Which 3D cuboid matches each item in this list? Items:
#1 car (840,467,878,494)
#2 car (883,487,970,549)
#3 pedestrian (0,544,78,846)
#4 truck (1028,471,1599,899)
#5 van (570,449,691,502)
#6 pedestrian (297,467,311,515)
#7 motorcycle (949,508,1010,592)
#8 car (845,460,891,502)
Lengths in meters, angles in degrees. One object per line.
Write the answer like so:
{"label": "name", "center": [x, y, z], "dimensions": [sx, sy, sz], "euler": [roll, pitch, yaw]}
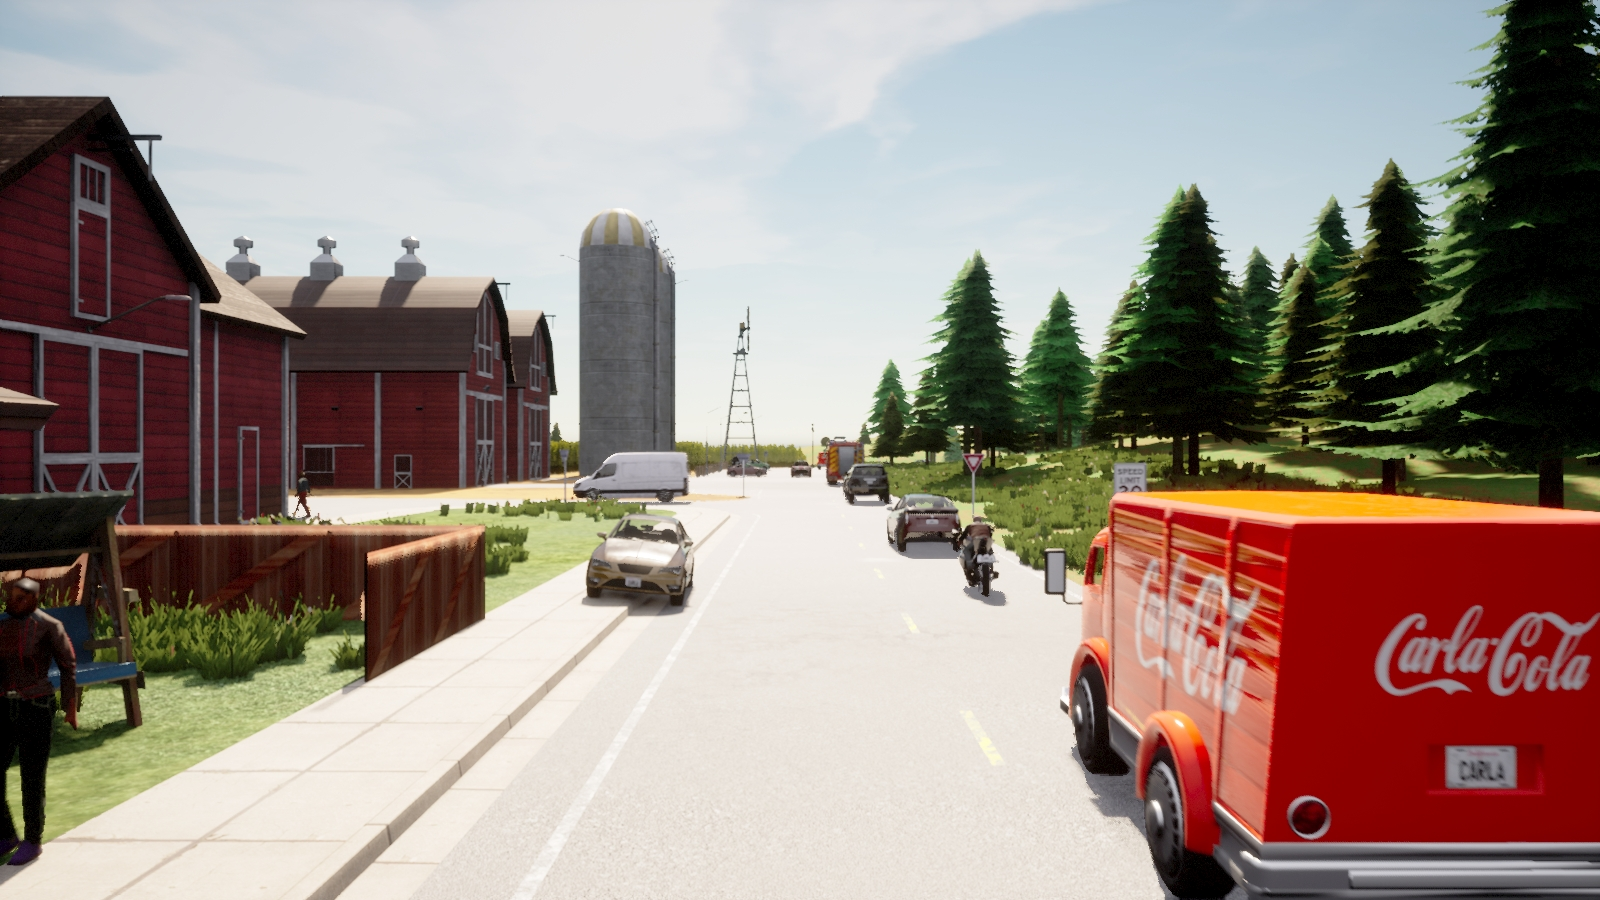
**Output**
{"label": "car", "center": [3.621, 1.871, 71.148], "dimensions": [2.128, 1.511, 4.902], "euler": [0, 0, 0]}
{"label": "car", "center": [3.544, 1.882, 32.728], "dimensions": [2.007, 1.525, 4.514], "euler": [0, 0, 0]}
{"label": "pedestrian", "center": [-4.946, 1.550, 7.343], "dimensions": [0.375, 1.860, 0.375], "euler": [0, 0, -2]}
{"label": "truck", "center": [3.529, 1.417, 8.430], "dimensions": [2.627, 2.467, 5.204], "euler": [0, 0, 0]}
{"label": "van", "center": [-8.600, 1.279, 58.450], "dimensions": [5.915, 2.561, 1.988], "euler": [0, 1, -3]}
{"label": "pedestrian", "center": [-19.432, 1.594, 44.768], "dimensions": [0.375, 1.860, 0.375], "euler": [0, 0, 5]}
{"label": "motorcycle", "center": [3.531, 1.948, 22.708], "dimensions": [0.867, 1.460, 2.209], "euler": [0, 0, 0]}
{"label": "car", "center": [3.579, 1.607, 61.097], "dimensions": [2.150, 2.045, 5.566], "euler": [0, 0, 0]}
